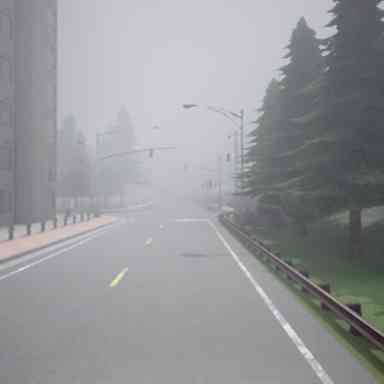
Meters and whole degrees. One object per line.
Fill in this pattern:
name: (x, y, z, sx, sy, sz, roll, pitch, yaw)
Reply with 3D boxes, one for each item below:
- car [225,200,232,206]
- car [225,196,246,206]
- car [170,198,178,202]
car: (8.823, 1.724, 61.637, 4.605, 1.855, 1.932, 0, -1, -1)
car: (8.407, 1.749, 64.147, 3.866, 1.878, 1.905, 0, -1, -1)
car: (-4.833, 2.280, 89.963, 1.882, 1.535, 5.008, 0, -1, -7)
